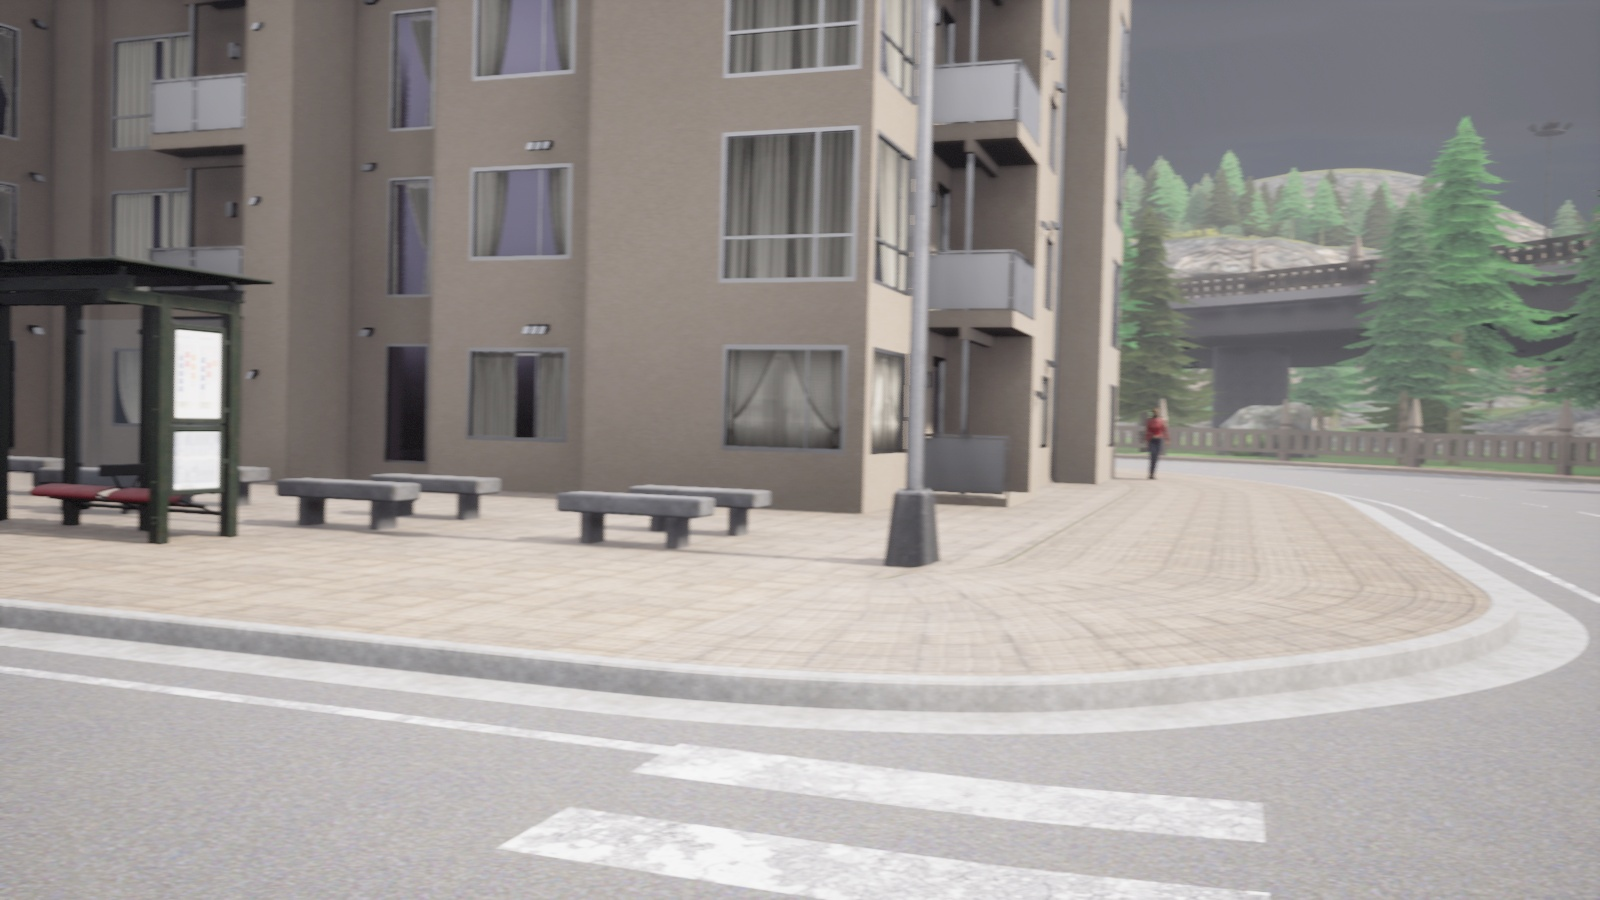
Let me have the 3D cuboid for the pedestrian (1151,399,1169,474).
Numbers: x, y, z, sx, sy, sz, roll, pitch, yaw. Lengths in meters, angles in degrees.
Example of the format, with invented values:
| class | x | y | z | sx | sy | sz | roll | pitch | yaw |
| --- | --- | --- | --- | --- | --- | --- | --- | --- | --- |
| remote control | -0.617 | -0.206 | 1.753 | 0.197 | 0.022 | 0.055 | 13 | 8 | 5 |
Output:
| class | x | y | z | sx | sy | sz | roll | pitch | yaw |
| --- | --- | --- | --- | --- | --- | --- | --- | --- | --- |
| pedestrian | 8.984 | -0.350 | 31.335 | 0.331 | 1.846 | 0.636 | 1 | 1 | 9 |
